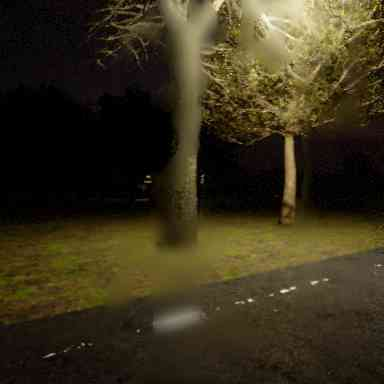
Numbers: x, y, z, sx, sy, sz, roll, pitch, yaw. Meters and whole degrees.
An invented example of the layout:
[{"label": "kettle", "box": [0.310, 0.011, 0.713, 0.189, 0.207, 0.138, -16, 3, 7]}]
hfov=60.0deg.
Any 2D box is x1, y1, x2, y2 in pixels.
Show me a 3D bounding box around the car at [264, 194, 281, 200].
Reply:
[{"label": "car", "box": [21.338, 1.409, 87.630, 1.882, 1.535, 5.008, 1, -2, -33]}]
